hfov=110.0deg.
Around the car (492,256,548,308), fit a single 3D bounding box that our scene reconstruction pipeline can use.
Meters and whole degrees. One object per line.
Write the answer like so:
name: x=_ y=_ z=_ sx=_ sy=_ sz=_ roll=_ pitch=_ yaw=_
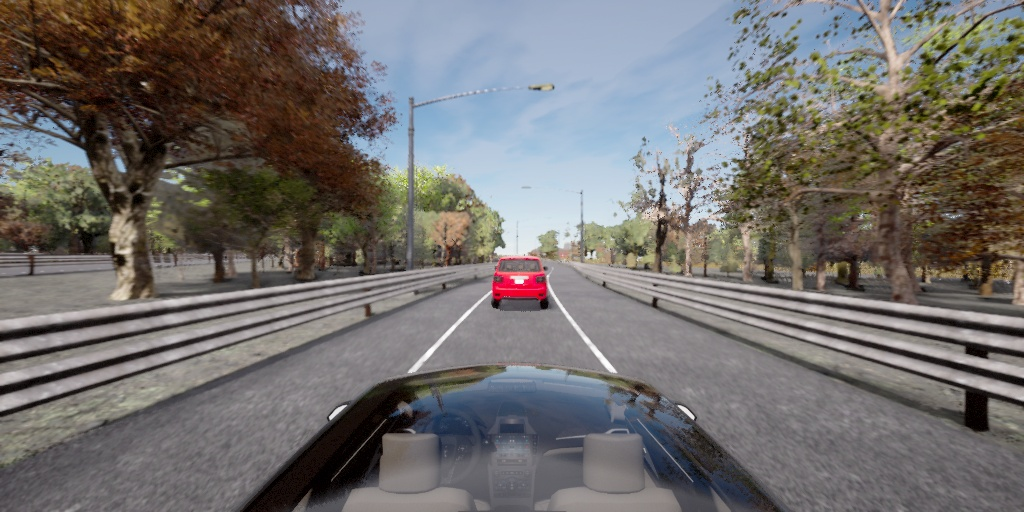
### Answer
car: x=0.396 y=1.032 z=15.733 sx=2.150 sy=2.045 sz=5.566 roll=0 pitch=0 yaw=3
